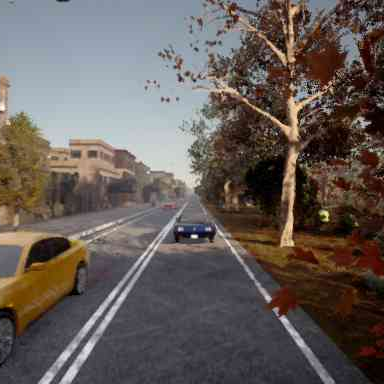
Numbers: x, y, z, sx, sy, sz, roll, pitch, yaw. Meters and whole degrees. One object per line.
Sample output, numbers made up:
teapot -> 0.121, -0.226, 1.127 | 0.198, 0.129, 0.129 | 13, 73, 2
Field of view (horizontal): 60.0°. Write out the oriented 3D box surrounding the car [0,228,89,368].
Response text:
car -> -3.347, 1.492, 5.864 | 1.882, 1.535, 5.008 | 0, 0, 0

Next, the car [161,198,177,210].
car -> -3.238, 1.672, 47.308 | 2.097, 1.767, 4.553 | 0, 0, 0

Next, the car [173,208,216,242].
car -> 0.115, 1.680, 16.811 | 1.895, 1.301, 4.718 | 0, 0, 0
